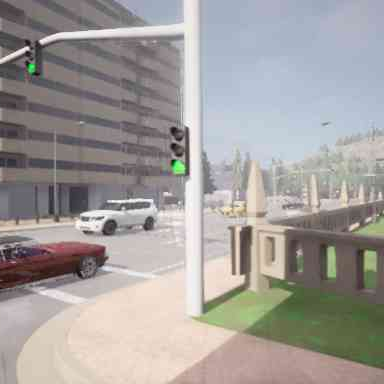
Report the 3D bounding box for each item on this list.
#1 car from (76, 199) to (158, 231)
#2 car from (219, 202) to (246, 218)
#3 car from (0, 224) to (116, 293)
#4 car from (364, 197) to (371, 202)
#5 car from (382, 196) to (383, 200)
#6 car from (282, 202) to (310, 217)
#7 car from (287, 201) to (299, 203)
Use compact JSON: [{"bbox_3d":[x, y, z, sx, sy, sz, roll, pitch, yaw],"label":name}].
[{"bbox_3d":[-4.464,1.490,20.805,2.150,2.045,5.566,-1,-1,35],"label":"car"},{"bbox_3d":[4.589,1.774,33.788,1.882,1.535,5.008,-1,-1,35],"label":"car"},{"bbox_3d":[-4.450,1.761,8.396,1.895,1.301,4.718,-1,-1,35],"label":"car"},{"bbox_3d":[43.403,1.858,82.550,1.837,1.490,4.892,-1,-1,34],"label":"car"},{"bbox_3d":[46.280,1.843,80.556,2.128,1.511,4.902,-1,-1,34],"label":"car"},{"bbox_3d":[9.384,1.809,28.257,1.895,1.301,4.718,-1,-1,35],"label":"car"},{"bbox_3d":[14.481,1.934,47.819,1.895,1.301,4.718,-1,-1,35],"label":"car"}]
